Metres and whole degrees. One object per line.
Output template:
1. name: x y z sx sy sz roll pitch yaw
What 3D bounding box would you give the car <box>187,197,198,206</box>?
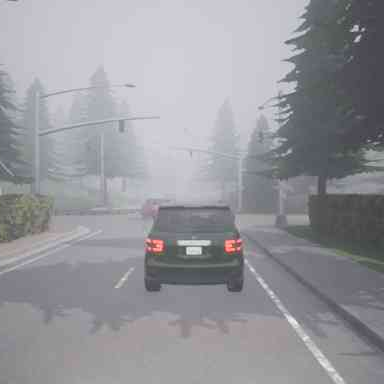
1. car: 0.071 1.524 54.473 1.812 1.442 4.674 0 0 0

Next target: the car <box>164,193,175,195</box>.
1. car: -3.625 1.220 53.821 2.150 2.045 5.566 0 0 -1

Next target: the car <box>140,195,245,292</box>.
1. car: 0.057 1.221 9.079 2.150 2.045 5.566 0 0 0

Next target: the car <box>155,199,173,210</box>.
1. car: -3.627 1.600 43.912 1.895 1.301 4.718 0 0 0

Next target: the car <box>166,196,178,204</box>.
1. car: -3.921 1.503 64.250 1.837 1.490 4.892 0 0 -8

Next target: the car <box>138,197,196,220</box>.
1. car: -2.103 1.343 28.489 4.553 1.767 2.097 0 0 -38
